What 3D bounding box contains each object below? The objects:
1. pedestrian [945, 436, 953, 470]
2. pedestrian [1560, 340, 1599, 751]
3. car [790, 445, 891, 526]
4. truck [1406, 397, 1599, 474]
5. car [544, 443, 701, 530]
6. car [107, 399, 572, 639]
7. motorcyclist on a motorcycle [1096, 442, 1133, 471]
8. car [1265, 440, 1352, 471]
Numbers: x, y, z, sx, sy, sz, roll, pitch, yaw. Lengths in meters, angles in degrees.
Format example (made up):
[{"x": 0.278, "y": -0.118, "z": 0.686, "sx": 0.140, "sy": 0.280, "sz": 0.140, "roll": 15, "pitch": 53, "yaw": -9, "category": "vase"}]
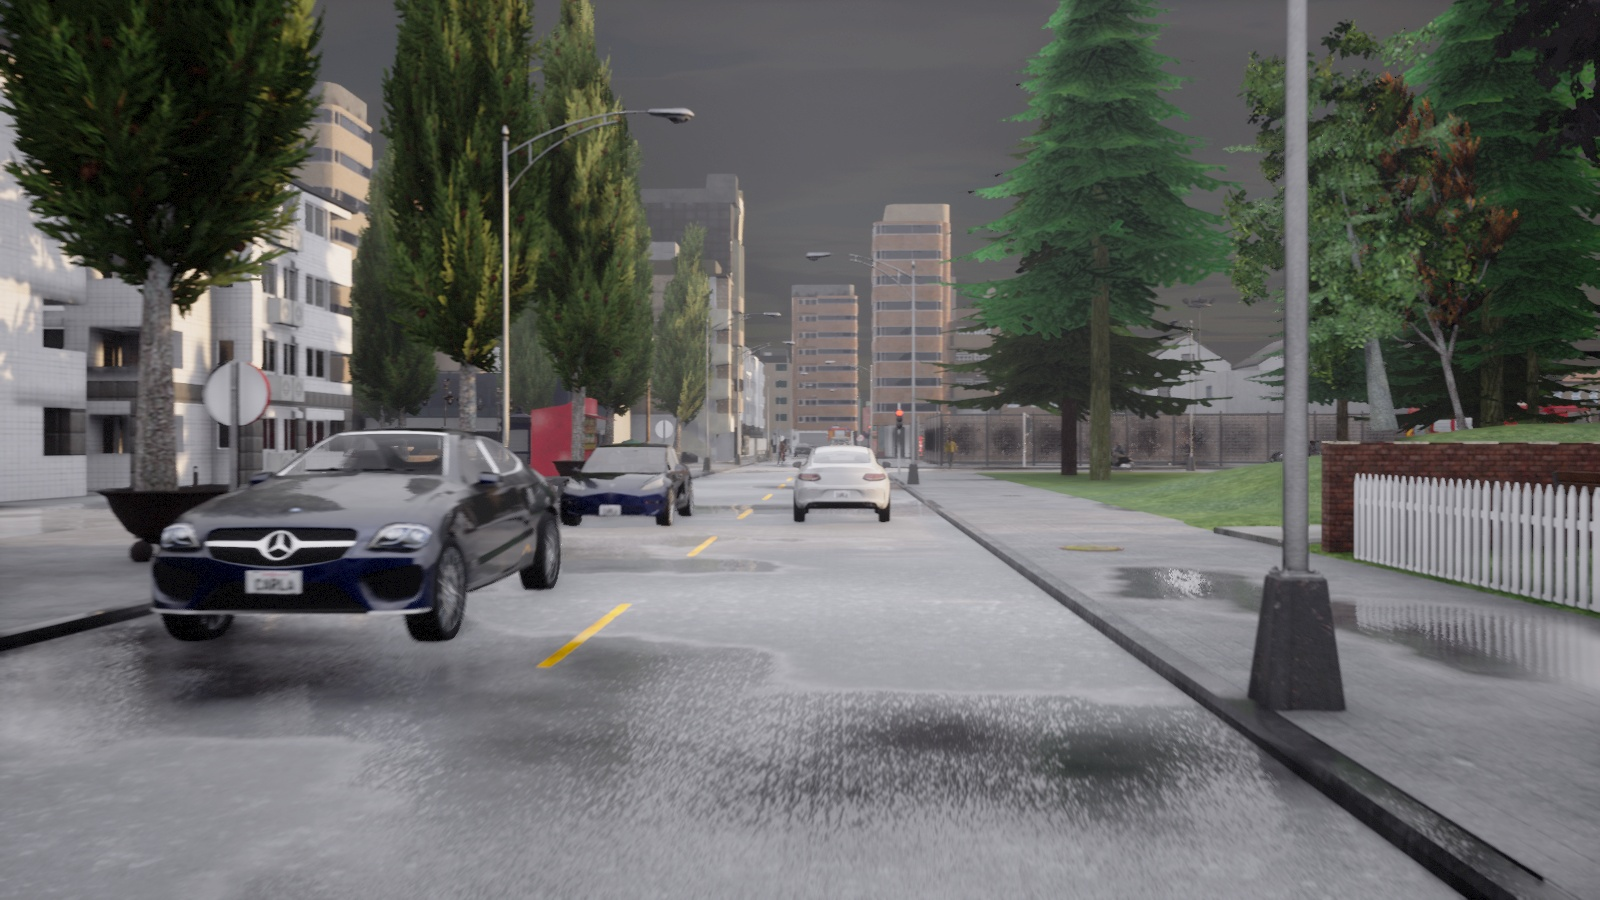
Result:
[{"x": 8.019, "y": 0.139, "z": 67.684, "sx": 0.370, "sy": 1.835, "sz": 0.726, "roll": 0, "pitch": 0, "yaw": 2, "category": "pedestrian"}, {"x": 4.054, "y": 0.429, "z": 5.659, "sx": 0.899, "sy": 1.844, "sz": 0.634, "roll": 0, "pitch": 0, "yaw": 9, "category": "pedestrian"}, {"x": 0.798, "y": 0.633, "z": 24.828, "sx": 1.812, "sy": 1.442, "sz": 4.674, "roll": 0, "pitch": 0, "yaw": 2, "category": "car"}, {"x": 35.902, "y": -0.740, "z": 64.199, "sx": 8.468, "sy": 3.827, "sz": 2.891, "roll": 0, "pitch": 0, "yaw": 0, "category": "truck"}, {"x": -3.233, "y": 0.607, "z": 23.920, "sx": 2.163, "sy": 1.488, "sz": 4.792, "roll": 0, "pitch": 0, "yaw": 2, "category": "car"}, {"x": -3.632, "y": 0.458, "z": 11.152, "sx": 2.152, "sy": 1.651, "sz": 5.027, "roll": 0, "pitch": 0, "yaw": 2, "category": "car"}, {"x": 17.236, "y": 0.331, "z": 68.798, "sx": 1.817, "sy": 1.590, "sz": 0.866, "roll": 0, "pitch": 0, "yaw": 1, "category": "motorcyclist on a motorcycle"}, {"x": 27.678, "y": 0.290, "z": 68.471, "sx": 3.988, "sy": 1.617, "sz": 1.851, "roll": 0, "pitch": 0, "yaw": 2, "category": "car"}]
